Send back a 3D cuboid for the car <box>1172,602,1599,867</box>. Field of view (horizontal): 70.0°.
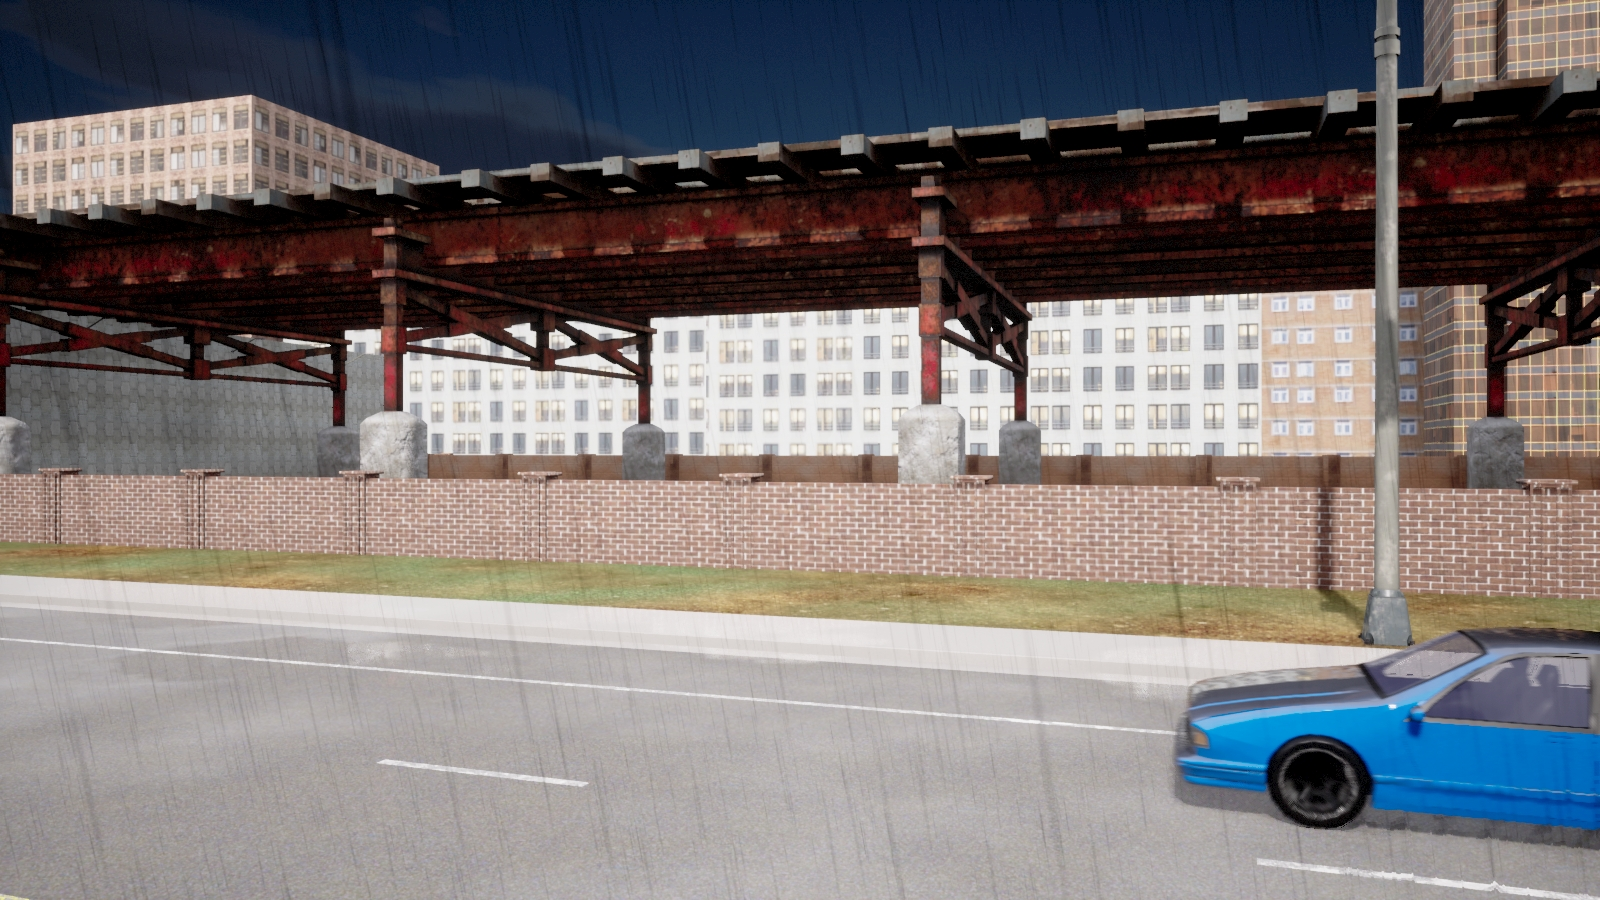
[{"bbox_3d":[5.677,2.106,8.682,5.357,1.411,2.033,0,0,20],"label":"car"}]
